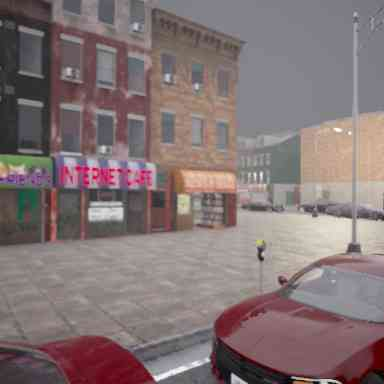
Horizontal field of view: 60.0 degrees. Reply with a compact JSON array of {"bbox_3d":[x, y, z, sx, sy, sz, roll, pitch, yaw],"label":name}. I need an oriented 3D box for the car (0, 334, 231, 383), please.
[{"bbox_3d":[-2.194,1.539,1.239,4.507,1.381,1.887,0,0,-35],"label":"car"}]

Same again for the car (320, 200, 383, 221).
[{"bbox_3d":[13.710,1.590,27.348,2.033,1.411,5.357,1,0,-33],"label":"car"}]

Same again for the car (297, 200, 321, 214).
[{"bbox_3d":[12.966,1.513,33.420,1.882,1.535,5.008,1,0,-36],"label":"car"}]

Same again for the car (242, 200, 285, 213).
[{"bbox_3d":[7.653,1.571,35.692,1.895,1.301,4.718,1,0,-36],"label":"car"}]

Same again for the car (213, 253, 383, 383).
[{"bbox_3d":[2.279,1.566,4.430,4.507,1.381,1.887,0,0,-35],"label":"car"}]
